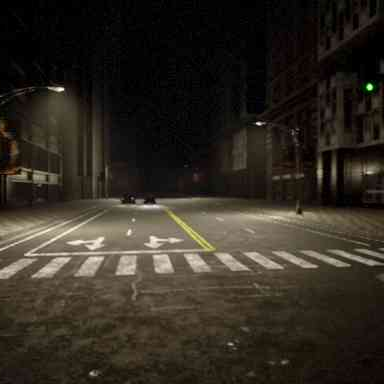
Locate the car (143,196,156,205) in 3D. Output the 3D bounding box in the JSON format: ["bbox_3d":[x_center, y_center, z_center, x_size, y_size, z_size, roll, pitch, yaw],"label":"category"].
[{"bbox_3d":[-6.659,1.268,51.945,1.895,1.301,4.718,0,0,-8],"label":"car"}]

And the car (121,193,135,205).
[{"bbox_3d":[-9.884,1.025,51.538,2.097,1.767,4.553,0,0,-8],"label":"car"}]
